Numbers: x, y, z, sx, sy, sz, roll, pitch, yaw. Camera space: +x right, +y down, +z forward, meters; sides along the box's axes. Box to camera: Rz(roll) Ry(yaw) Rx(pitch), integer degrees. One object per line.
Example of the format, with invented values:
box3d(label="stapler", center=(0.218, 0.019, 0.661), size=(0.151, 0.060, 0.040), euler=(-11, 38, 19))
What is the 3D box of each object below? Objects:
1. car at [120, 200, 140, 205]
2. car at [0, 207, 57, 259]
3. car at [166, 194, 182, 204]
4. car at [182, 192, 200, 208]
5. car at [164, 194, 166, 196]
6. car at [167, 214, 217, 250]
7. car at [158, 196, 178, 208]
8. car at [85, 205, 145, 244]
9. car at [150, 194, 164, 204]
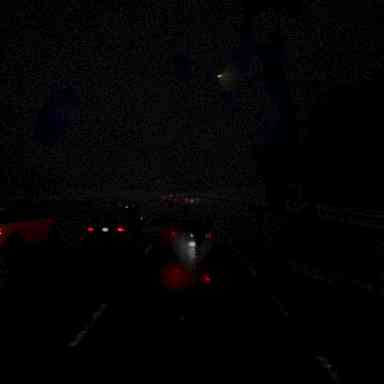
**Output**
box3d(label="car", center=(-6.996, 1.581, 37.653), size=(1.994, 1.385, 4.181), euler=(0, 0, 0))
box3d(label="car", center=(-6.998, 1.367, 12.874), size=(2.097, 1.767, 4.553), euler=(0, 0, 0))
box3d(label="car", center=(-3.493, 1.538, 64.637), size=(1.994, 1.385, 4.181), euler=(0, 0, 0))
box3d(label="car", center=(0.005, 1.227, 47.459), size=(2.150, 2.045, 5.566), euler=(0, 0, 0))
box3d(label="car", center=(-6.991, 1.302, 82.564), size=(2.097, 1.767, 4.553), euler=(0, 0, 0))
box3d(label="car", center=(0.001, 1.618, 14.442), size=(1.895, 1.301, 4.718), euler=(0, 0, 0))
box3d(label="car", center=(-3.494, 1.604, 48.920), size=(1.895, 1.301, 4.718), euler=(0, 0, 0))
box3d(label="car", center=(-3.499, 1.566, 15.918), size=(2.033, 1.411, 5.357), euler=(0, 0, 0))
box3d(label="car", center=(-6.992, 1.480, 64.648), size=(1.837, 1.490, 4.892), euler=(0, 0, 0))
